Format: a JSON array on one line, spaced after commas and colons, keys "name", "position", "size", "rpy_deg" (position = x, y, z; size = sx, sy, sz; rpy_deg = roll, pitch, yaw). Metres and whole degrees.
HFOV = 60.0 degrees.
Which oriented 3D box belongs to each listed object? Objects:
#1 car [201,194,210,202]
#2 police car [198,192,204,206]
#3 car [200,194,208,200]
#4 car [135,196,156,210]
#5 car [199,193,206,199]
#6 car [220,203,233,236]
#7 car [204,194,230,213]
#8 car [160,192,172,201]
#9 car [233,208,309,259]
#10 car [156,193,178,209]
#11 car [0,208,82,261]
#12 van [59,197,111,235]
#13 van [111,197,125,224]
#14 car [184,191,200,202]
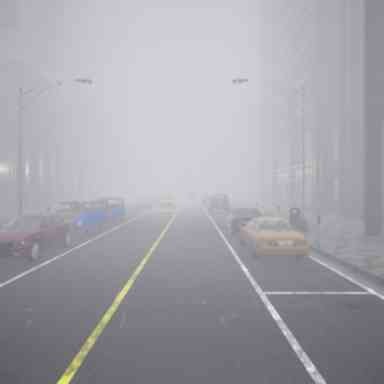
[{"name": "car", "position": [2.743, 1.172, 68.312], "size": [1.752, 1.417, 4.829], "rpy_deg": [0, 0, 0]}, {"name": "police car", "position": [2.352, 1.161, 49.762], "size": [1.930, 1.638, 5.238], "rpy_deg": [0, 0, 0]}, {"name": "car", "position": [2.740, 1.176, 79.380], "size": [1.802, 1.307, 4.206], "rpy_deg": [0, 0, 0]}, {"name": "car", "position": [-5.774, 1.311, 39.866], "size": [1.752, 1.417, 4.829], "rpy_deg": [0, 0, 0]}, {"name": "car", "position": [2.736, 1.067, 90.787], "size": [1.752, 1.417, 4.829], "rpy_deg": [0, 0, 0]}, {"name": "car", "position": [2.758, 1.468, 17.574], "size": [1.947, 1.339, 4.313], "rpy_deg": [0, 0, 0]}, {"name": "car", "position": [2.753, 1.127, 34.429], "size": [2.192, 1.841, 5.009], "rpy_deg": [0, 0, 0]}, {"name": "car", "position": [-5.784, 0.937, 73.745], "size": [2.192, 1.841, 5.009], "rpy_deg": [0, 0, 0]}, {"name": "car", "position": [2.759, 1.457, 12.125], "size": [1.752, 1.417, 4.829], "rpy_deg": [0, 0, 0]}, {"name": "car", "position": [-3.103, 1.251, 42.141], "size": [1.882, 1.535, 5.008], "rpy_deg": [0, 0, 0]}, {"name": "car", "position": [-5.766, 1.478, 11.945], "size": [1.887, 1.381, 4.507], "rpy_deg": [0, 0, 0]}, {"name": "van", "position": [-5.767, 1.244, 17.562], "size": [1.690, 1.788, 3.998], "rpy_deg": [0, 0, 0]}, {"name": "van", "position": [-5.769, 1.213, 23.181], "size": [1.690, 1.788, 3.998], "rpy_deg": [0, 0, 0]}, {"name": "car", "position": [-0.020, 0.856, 67.820], "size": [2.150, 2.045, 5.566], "rpy_deg": [0, 0, 0]}]
